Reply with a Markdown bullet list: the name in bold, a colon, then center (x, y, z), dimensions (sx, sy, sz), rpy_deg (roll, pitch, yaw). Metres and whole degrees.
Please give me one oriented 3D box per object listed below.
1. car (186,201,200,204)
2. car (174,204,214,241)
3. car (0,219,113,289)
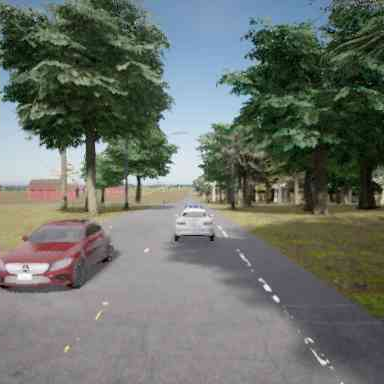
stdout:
- **car**: center (0.133, 1.689, 37.034), dimensions (1.895, 1.301, 4.718), rpy_deg (0, 0, 0)
- **car**: center (0.114, 1.518, 16.610), dimensions (1.812, 1.442, 4.674), rpy_deg (0, 0, 0)
- **car**: center (-3.494, 1.520, 9.277), dimensions (1.812, 1.442, 4.674), rpy_deg (0, 0, 0)
